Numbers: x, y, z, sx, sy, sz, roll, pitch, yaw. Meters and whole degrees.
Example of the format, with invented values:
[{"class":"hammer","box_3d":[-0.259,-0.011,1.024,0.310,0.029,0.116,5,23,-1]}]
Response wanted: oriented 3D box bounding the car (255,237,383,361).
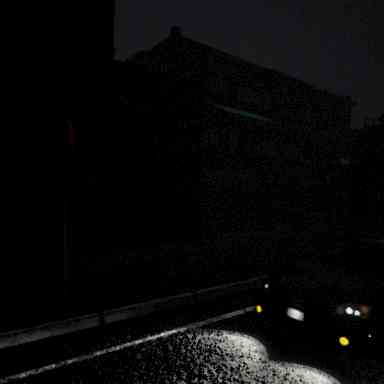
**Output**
[{"class":"car","box_3d":[3.094,1.553,5.908,4.181,1.385,1.994,0,0,-36]}]
